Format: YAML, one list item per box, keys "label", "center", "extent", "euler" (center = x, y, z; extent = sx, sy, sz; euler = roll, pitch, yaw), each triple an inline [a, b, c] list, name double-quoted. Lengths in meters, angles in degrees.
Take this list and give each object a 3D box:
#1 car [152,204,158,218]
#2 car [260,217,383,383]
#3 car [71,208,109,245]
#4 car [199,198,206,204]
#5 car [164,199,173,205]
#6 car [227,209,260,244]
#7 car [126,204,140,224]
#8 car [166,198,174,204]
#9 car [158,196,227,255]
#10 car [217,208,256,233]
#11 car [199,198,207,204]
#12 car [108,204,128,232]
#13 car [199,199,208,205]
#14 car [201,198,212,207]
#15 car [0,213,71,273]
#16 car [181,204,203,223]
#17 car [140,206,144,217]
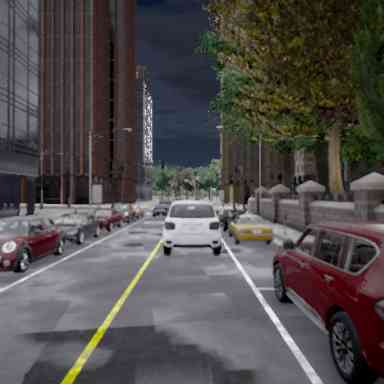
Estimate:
- label: "car"
  center: [-2.987, 1.879, 34.755]
  extent: [2.033, 1.411, 5.357]
  euler: [0, -1, 0]
- label: "car"
  center: [2.764, 1.367, 5.389]
  extent: [2.192, 1.841, 5.009]
  euler: [0, -1, 0]
- label: "car"
  center: [-5.756, 1.706, 16.300]
  extent: [2.008, 1.369, 4.403]
  euler: [0, -1, 0]
- label: "car"
  center: [2.799, 2.445, 91.823]
  extent: [1.887, 1.381, 4.507]
  euler: [0, -1, 0]
- label: "car"
  center: [-5.731, 2.371, 80.951]
  extent: [1.802, 1.307, 4.206]
  euler: [0, -1, 0]
- label: "car"
  center: [2.769, 1.683, 16.469]
  extent: [1.752, 1.417, 4.829]
  euler: [0, -1, 0]
- label: "car"
  center: [-5.752, 1.700, 27.215]
  extent: [1.967, 1.590, 4.097]
  euler: [0, -1, 0]
- label: "car"
  center: [-5.729, 2.368, 86.219]
  extent: [1.752, 1.417, 4.829]
  euler: [0, -1, 0]
- label: "car"
  center: [0.007, 1.351, 14.015]
  extent: [2.150, 2.045, 5.566]
  euler: [0, 0, 0]
- label: "car"
  center: [2.771, 1.774, 21.756]
  extent: [1.947, 1.339, 4.313]
  euler: [0, -1, 0]
- label: "car"
  center: [2.797, 2.389, 86.385]
  extent: [1.887, 1.381, 4.507]
  euler: [0, -1, 0]
- label: "car"
  center: [-5.754, 1.752, 21.757]
  extent: [1.887, 1.381, 4.507]
  euler: [0, -1, 0]
- label: "car"
  center: [2.794, 2.340, 80.948]
  extent: [2.008, 1.369, 4.403]
  euler: [0, -1, 0]
- label: "car"
  center: [2.788, 2.066, 64.637]
  extent: [1.967, 1.590, 4.097]
  euler: [0, -1, 0]
- label: "car"
  center: [-5.759, 1.544, 10.845]
  extent: [1.967, 1.590, 4.097]
  euler: [0, -1, 0]
- label: "car"
  center: [0.018, 1.807, 29.398]
  extent: [1.812, 1.442, 4.674]
  euler: [0, 0, 0]
- label: "car"
  center: [-5.750, 1.836, 32.501]
  extent: [1.752, 1.417, 4.829]
  euler: [0, -1, 0]
